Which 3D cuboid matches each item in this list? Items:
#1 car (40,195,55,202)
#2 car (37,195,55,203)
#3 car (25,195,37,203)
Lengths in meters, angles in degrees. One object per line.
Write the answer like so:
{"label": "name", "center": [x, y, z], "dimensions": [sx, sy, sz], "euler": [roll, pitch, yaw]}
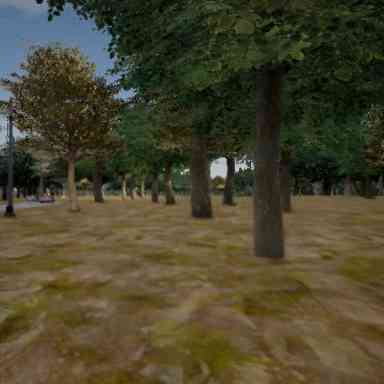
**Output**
{"label": "car", "center": [-32.636, 1.420, 75.135], "dimensions": [2.128, 1.511, 4.902], "euler": [1, -1, -36]}
{"label": "car", "center": [-26.915, 1.391, 62.020], "dimensions": [1.994, 1.385, 4.181], "euler": [1, 0, -15]}
{"label": "car", "center": [-30.108, 1.316, 62.781], "dimensions": [2.128, 1.511, 4.902], "euler": [1, 0, -17]}
